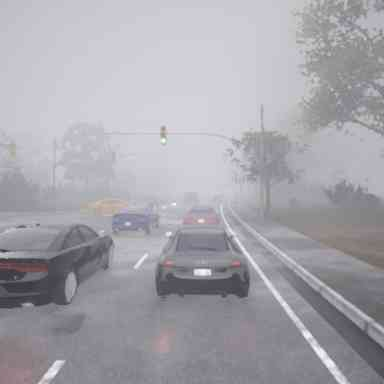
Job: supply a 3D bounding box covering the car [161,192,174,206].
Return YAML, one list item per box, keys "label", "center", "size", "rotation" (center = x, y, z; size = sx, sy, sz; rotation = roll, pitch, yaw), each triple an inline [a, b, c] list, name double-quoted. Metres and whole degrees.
- label: "car"
  center: [-4.402, 1.221, 49.996]
  size: [1.837, 1.490, 4.892]
  rotation: [0, 0, 6]

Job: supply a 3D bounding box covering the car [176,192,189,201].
- label: "car"
  center: [-1.966, 0.961, 69.298]
  size: [2.097, 1.767, 4.553]
  rotation: [0, 0, 8]

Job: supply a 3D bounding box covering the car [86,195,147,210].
- label: "car"
  center: [-6.928, 1.306, 30.039]
  size: [5.008, 1.535, 1.882]
  rotation: [0, 1, -13]

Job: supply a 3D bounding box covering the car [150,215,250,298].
- label: "car"
  center: [0.240, 1.516, 8.470]
  size: [1.994, 1.385, 4.181]
  rotation: [0, 0, 1]

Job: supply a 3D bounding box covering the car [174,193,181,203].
- label: "car"
  center: [-3.345, 1.265, 59.128]
  size: [1.895, 1.301, 4.718]
  rotation: [0, 0, 7]

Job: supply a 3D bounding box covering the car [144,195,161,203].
- label: "car"
  center: [-6.915, 1.230, 58.767]
  size: [1.994, 1.385, 4.181]
  rotation: [0, 0, 7]

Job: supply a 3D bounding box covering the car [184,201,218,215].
- label: "car"
  center: [0.567, 1.454, 19.238]
  size: [1.994, 1.385, 4.181]
  rotation: [0, 0, 2]

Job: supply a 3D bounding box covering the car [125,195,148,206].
- label: "car"
  center: [-8.035, 1.214, 48.818]
  size: [2.128, 1.511, 4.902]
  rotation: [0, 0, 6]

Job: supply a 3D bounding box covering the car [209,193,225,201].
- label: "car"
  center: [5.292, 1.073, 70.549]
  size: [1.882, 1.535, 5.008]
  rotation: [0, 0, 9]

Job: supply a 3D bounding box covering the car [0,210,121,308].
- label: "car"
  center: [-3.276, 1.432, 7.925]
  size: [1.882, 1.535, 5.008]
  rotation: [0, 0, 1]

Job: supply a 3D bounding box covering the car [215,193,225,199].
- label: "car"
  center: [6.894, 0.951, 80.684]
  size: [2.033, 1.411, 5.357]
  rotation: [0, 0, 10]

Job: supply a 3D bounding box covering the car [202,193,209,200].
- label: "car"
  center: [3.331, 1.069, 80.603]
  size: [2.128, 1.511, 4.902]
  rotation: [0, 0, 10]

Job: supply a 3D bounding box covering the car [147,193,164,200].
- label: "car"
  center: [-5.271, 1.260, 40.736]
  size: [2.128, 1.511, 4.902]
  rotation: [0, 0, 5]

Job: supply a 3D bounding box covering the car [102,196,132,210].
- label: "car"
  center: [-8.875, 1.266, 39.629]
  size: [2.128, 1.511, 4.902]
  rotation: [0, 0, 5]

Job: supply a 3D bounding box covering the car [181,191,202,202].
- label: "car"
  center: [-0.010, 0.904, 56.029]
  size: [2.150, 2.045, 5.566]
  rotation: [0, 0, 7]

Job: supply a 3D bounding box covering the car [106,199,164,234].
- label: "car"
  center: [-2.975, 1.373, 18.394]
  size: [1.882, 1.535, 5.008]
  rotation: [0, 0, 2]
